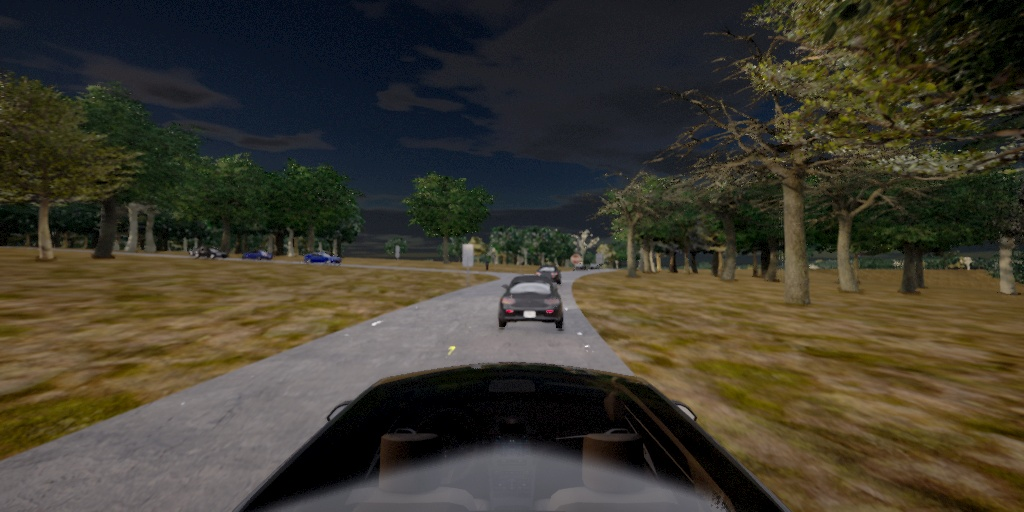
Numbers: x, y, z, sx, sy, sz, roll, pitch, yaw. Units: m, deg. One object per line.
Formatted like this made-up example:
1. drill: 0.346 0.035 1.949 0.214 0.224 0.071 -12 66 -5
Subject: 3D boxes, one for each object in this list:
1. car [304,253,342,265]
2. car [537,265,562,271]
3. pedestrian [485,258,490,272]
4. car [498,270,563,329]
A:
1. car: -24.773 0.335 47.055 5.008 1.535 1.882 2 -1 14
2. car: 2.806 1.449 27.696 1.812 1.442 4.674 0 -1 11
3. pedestrian: -3.362 1.156 48.326 0.375 1.860 0.375 0 -4 14
4. car: 0.623 1.339 11.460 1.812 1.442 4.674 0 0 4
